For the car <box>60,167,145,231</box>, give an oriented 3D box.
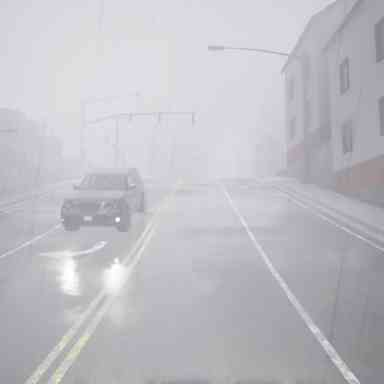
[{"bbox_3d":[-3.305,0.134,13.480,2.150,2.045,5.566,0,8,2],"label":"car"}]
